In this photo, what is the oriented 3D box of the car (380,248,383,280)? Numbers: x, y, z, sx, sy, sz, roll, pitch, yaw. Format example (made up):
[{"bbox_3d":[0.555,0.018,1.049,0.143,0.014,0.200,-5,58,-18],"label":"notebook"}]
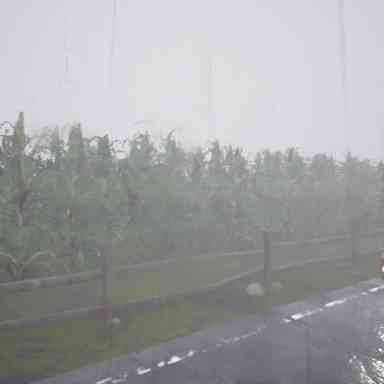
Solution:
[{"bbox_3d":[6.699,1.211,7.843,5.566,2.045,2.150,0,0,-35],"label":"car"}]
